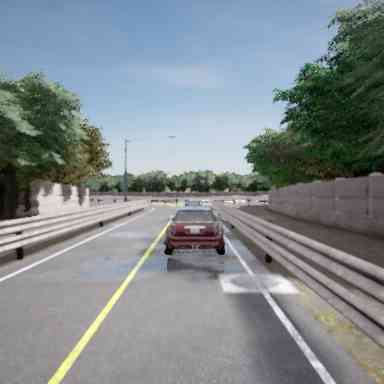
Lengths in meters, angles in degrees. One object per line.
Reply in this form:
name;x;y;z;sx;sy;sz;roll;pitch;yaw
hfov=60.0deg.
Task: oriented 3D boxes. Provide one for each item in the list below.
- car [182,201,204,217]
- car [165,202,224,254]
car;0.121;1.632;32.658;1.994;1.385;4.181;1;0;0
car;0.101;1.354;13.575;2.097;1.767;4.553;0;0;0
